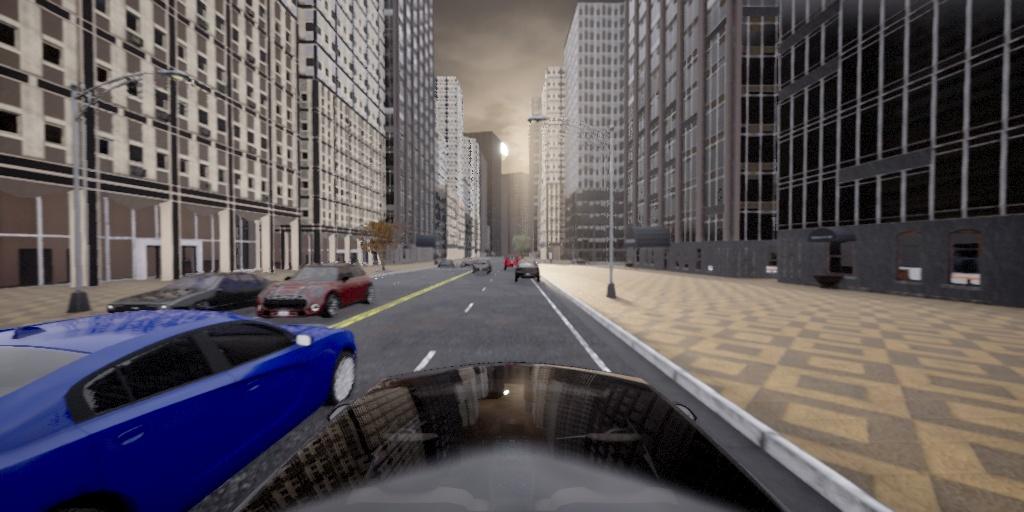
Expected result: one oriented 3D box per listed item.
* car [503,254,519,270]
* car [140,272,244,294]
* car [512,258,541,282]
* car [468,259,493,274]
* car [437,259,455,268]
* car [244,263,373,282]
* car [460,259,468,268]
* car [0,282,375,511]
[{"bbox_3d":[0.020,0.799,48.146,2.150,2.045,5.566,0,0,0],"label":"car"},{"bbox_3d":[-9.850,1.258,11.950,2.033,1.411,5.357,0,0,0],"label":"car"},{"bbox_3d":[1.134,1.130,27.835,1.882,1.535,5.008,0,0,0],"label":"car"},{"bbox_3d":[-3.153,1.102,38.924,2.128,1.511,4.902,0,0,0],"label":"car"},{"bbox_3d":[-9.796,1.102,53.711,2.033,1.411,5.357,0,0,1],"label":"car"},{"bbox_3d":[-6.598,1.061,12.599,2.097,1.767,4.553,0,0,0],"label":"car"},{"bbox_3d":[-6.553,1.119,53.833,1.994,1.385,4.181,0,0,1],"label":"car"},{"bbox_3d":[-3.151,1.222,3.163,1.882,1.535,5.008,0,0,0],"label":"car"}]
